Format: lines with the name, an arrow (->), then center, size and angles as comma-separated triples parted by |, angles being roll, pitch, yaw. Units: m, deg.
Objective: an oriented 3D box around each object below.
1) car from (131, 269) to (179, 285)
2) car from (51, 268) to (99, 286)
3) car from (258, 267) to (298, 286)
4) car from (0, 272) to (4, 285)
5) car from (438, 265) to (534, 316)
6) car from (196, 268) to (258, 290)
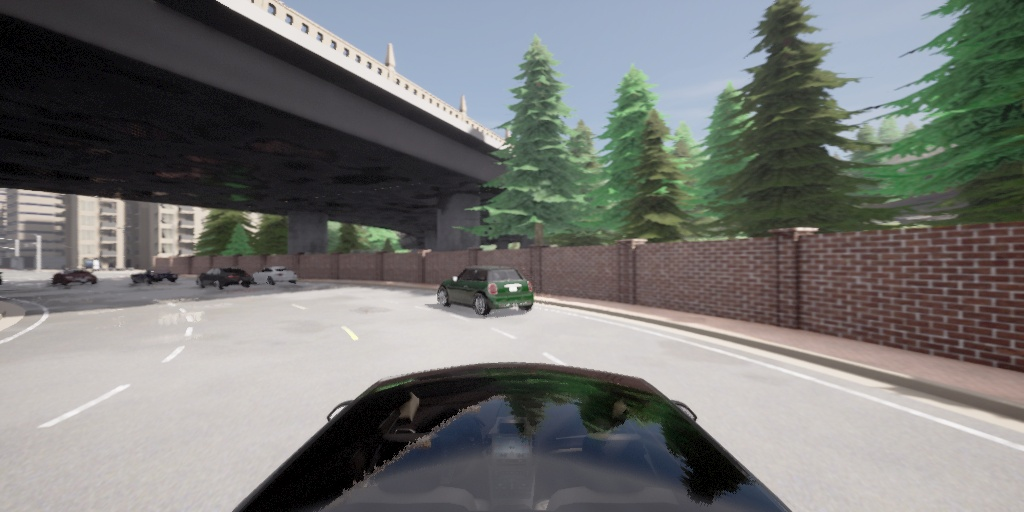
car -> -31.838, 1.801, 31.903 | 4.718, 1.301, 1.895 | -1, 0, 27
car -> -37.501, 1.766, 30.725 | 4.674, 1.442, 1.812 | -1, 0, 28
car -> -19.380, 1.603, 29.162 | 4.674, 1.442, 1.812 | -1, 0, 30
car -> -47.056, 1.835, 31.801 | 4.892, 1.490, 1.837 | -1, -1, 28
car -> -1.185, 1.186, 14.127 | 2.097, 1.767, 4.553 | 0, 0, -35
car -> -20.868, 1.577, 25.977 | 4.892, 1.490, 1.837 | 0, 0, 30
